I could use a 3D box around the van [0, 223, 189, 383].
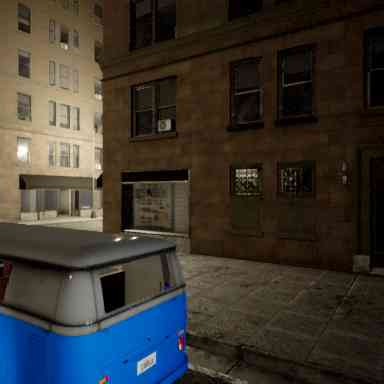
[{"bbox_3d":[-1.966,1.341,4.085,3.998,1.788,1.690,0,0,33],"label":"van"}]
